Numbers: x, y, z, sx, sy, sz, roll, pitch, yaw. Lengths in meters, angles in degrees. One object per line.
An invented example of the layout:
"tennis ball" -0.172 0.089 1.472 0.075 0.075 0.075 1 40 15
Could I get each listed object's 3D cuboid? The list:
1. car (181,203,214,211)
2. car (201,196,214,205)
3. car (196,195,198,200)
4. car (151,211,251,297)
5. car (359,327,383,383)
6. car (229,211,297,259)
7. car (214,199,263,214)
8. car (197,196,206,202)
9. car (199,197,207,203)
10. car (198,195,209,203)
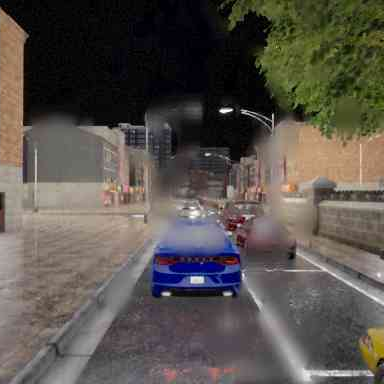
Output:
"car" 0.068 1.560 18.578 2.033 1.411 5.357 0 0 0
"car" 2.570 1.605 44.267 1.887 1.381 4.507 1 0 0
"car" 2.535 1.440 66.016 2.192 1.841 5.009 1 0 0
"car" 0.084 1.481 8.639 1.882 1.535 5.008 0 0 0
"car" 2.644 1.526 1.658 1.752 1.417 4.829 1 0 0
"car" 2.624 1.588 12.387 1.802 1.307 4.206 1 0 0
"car" 2.618 1.326 17.837 2.192 1.841 5.009 1 0 0
"car" 2.495 1.763 87.765 2.008 1.369 4.403 0 0 0
"car" 2.514 1.748 76.890 1.802 1.307 4.206 0 0 0
"car" 2.542 1.651 60.578 1.887 1.381 4.507 1 0 0
